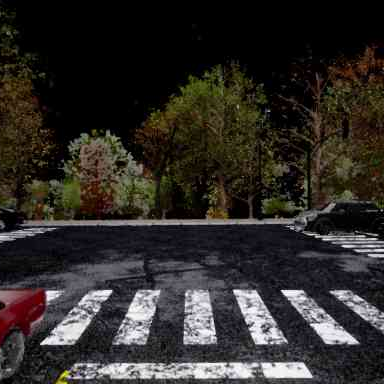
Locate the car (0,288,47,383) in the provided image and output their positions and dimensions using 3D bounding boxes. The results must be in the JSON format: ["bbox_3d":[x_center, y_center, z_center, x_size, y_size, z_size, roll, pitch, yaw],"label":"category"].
[{"bbox_3d":[-3.044,1.605,2.598,1.895,1.301,4.718,0,0,0],"label":"car"}]

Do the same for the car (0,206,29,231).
[{"bbox_3d":[-13.255,1.696,21.583,4.892,1.490,1.837,-1,-1,1],"label":"car"}]

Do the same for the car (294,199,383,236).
[{"bbox_3d":[7.801,1.277,17.589,4.553,1.767,2.097,-1,-1,-6],"label":"car"}]

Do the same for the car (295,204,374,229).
[{"bbox_3d":[8.956,1.527,21.253,4.181,1.385,1.994,-1,-1,1],"label":"car"}]
